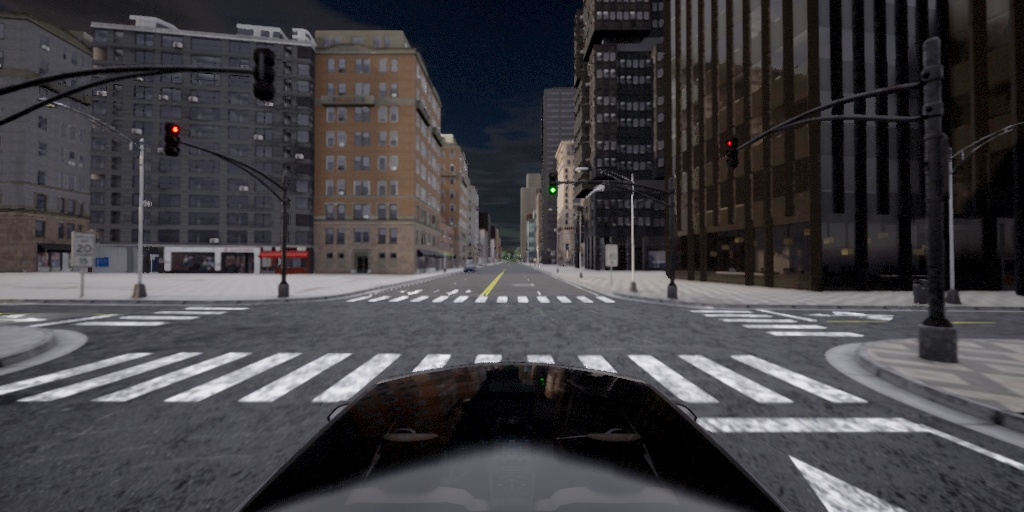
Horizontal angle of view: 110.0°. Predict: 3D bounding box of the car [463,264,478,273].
[{"bbox_3d":[-6.437,1.987,56.317,2.033,1.411,5.357,0,0,0],"label":"car"}]
